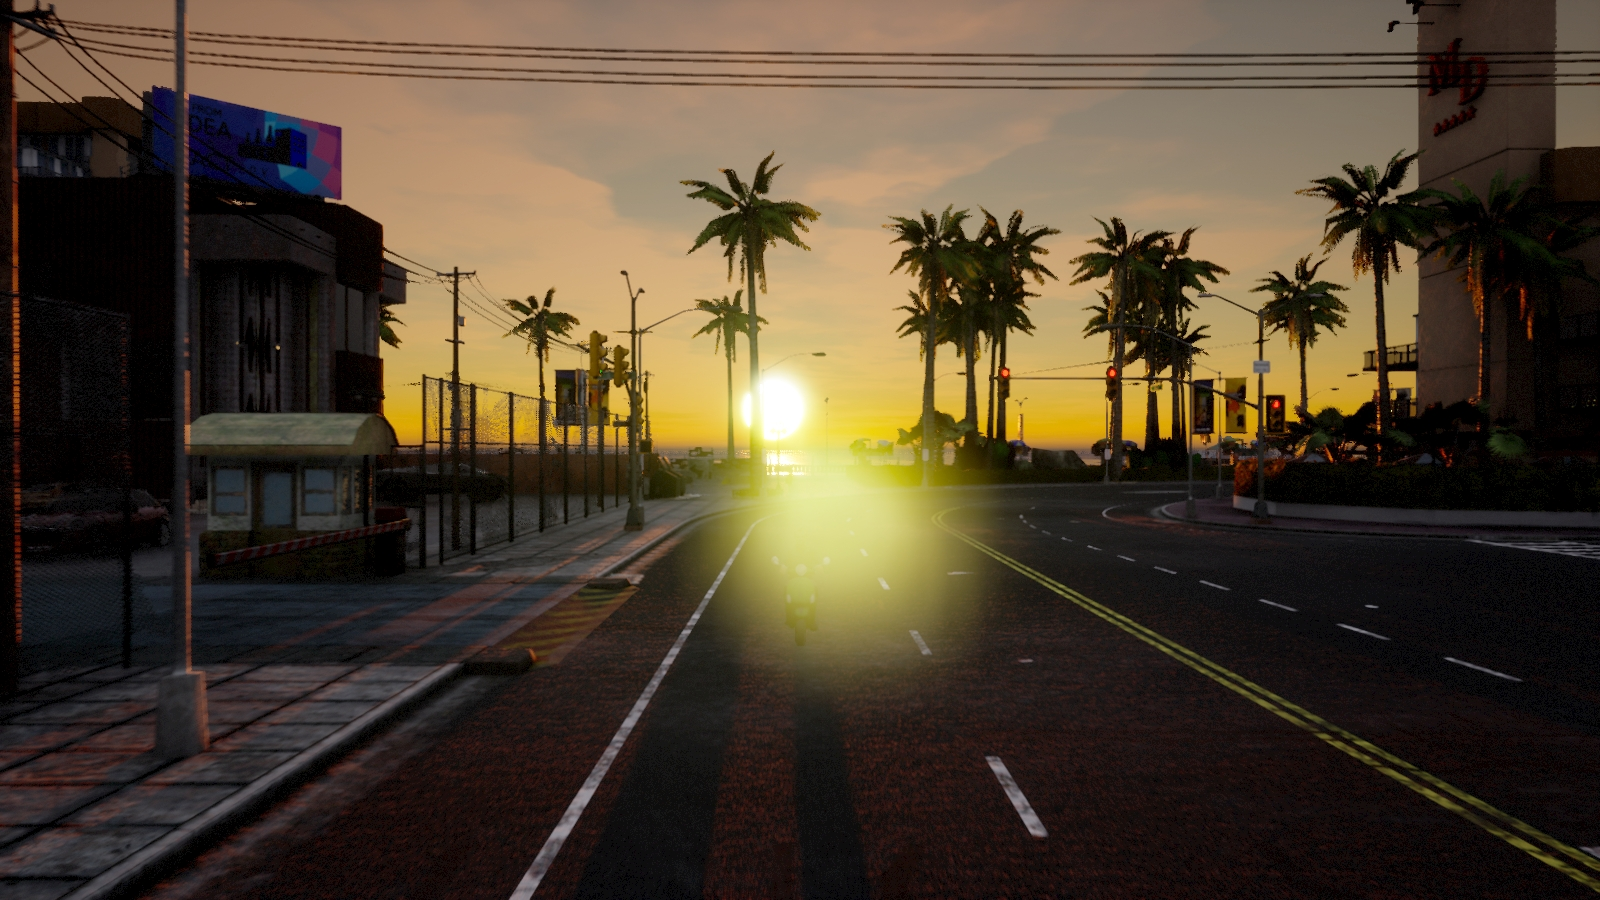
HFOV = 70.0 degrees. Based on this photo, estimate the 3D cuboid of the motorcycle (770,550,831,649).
[{"bbox_3d":[0.009,2.182,16.976,0.856,1.236,1.805,0,0,0],"label":"motorcycle"}]
